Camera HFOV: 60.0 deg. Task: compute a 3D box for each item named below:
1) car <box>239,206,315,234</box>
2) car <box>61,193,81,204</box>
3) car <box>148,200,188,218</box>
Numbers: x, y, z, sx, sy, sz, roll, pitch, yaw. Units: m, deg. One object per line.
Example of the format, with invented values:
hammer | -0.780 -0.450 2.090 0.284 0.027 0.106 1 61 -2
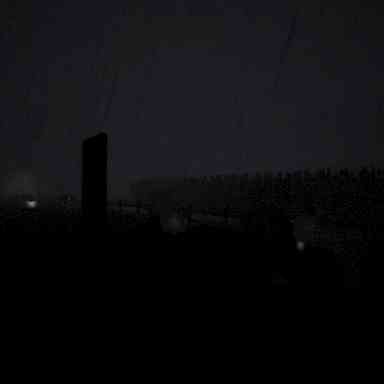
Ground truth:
car | 4.567 1.458 18.356 1.994 1.385 4.181 1 0 -35
car | -19.146 1.038 52.563 2.097 1.767 4.553 1 0 -35
car | -1.985 1.393 27.814 1.994 1.385 4.181 1 0 -35
